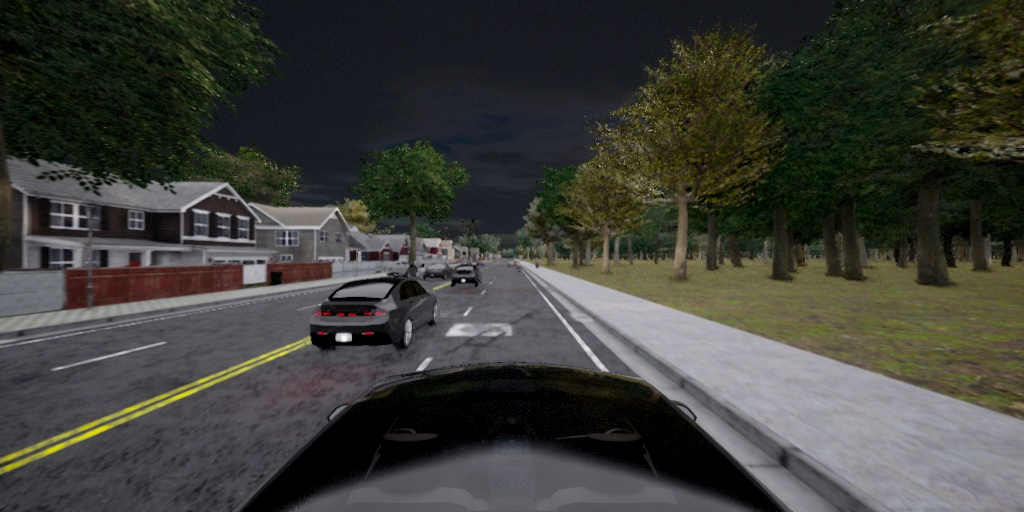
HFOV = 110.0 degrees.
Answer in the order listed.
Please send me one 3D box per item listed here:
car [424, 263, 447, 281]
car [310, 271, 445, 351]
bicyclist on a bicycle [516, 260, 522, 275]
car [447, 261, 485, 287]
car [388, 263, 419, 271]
[{"bbox_3d":[-6.593,1.360,32.221,1.882,1.535,5.008,0,0,0],"label":"car"},{"bbox_3d":[-3.149,1.287,9.141,1.837,1.490,4.892,0,0,0],"label":"car"},{"bbox_3d":[0.879,1.359,41.556,0.866,1.612,1.509,0,0,0],"label":"bicyclist on a bicycle"},{"bbox_3d":[-3.149,1.359,25.643,1.837,1.490,4.892,0,0,0],"label":"car"},{"bbox_3d":[-9.843,1.390,32.618,1.837,1.490,4.892,0,-1,0],"label":"car"}]
